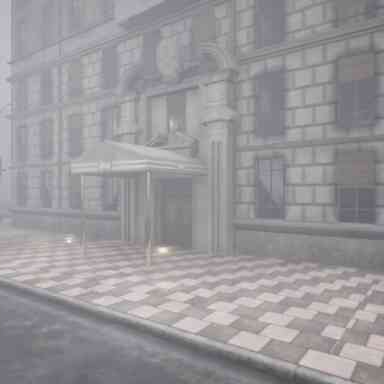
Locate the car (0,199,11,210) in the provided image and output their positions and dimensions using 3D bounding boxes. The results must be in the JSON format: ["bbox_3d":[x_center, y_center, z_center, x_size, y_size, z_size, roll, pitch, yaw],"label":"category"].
[{"bbox_3d":[-24.157,1.526,40.180,1.812,1.442,4.674,0,0,36],"label":"car"}]
